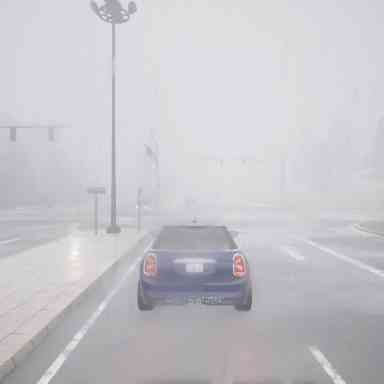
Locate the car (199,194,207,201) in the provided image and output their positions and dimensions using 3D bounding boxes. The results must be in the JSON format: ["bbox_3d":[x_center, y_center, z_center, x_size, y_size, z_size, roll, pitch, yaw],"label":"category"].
[{"bbox_3d":[2.752,1.513,85.320,1.812,1.442,4.674,0,0,-1],"label":"car"}]

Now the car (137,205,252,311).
[{"bbox_3d":[0.061,1.352,7.935,2.097,1.767,4.553,0,0,0],"label":"car"}]

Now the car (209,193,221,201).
[{"bbox_3d":[6.257,1.215,85.053,2.150,2.045,5.566,0,0,-1],"label":"car"}]

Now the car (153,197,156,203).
[{"bbox_3d":[-8.449,1.504,66.429,1.837,1.490,4.892,0,0,-1],"label":"car"}]

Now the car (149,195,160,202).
[{"bbox_3d":[-8.609,1.540,77.140,2.033,1.411,5.357,0,0,-1],"label":"car"}]

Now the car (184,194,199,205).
[{"bbox_3d":[-0.225,1.526,54.755,1.812,1.442,4.674,0,0,-1],"label":"car"}]

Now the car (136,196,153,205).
[{"bbox_3d":[-8.349,1.505,57.088,1.837,1.490,4.892,0,0,-1],"label":"car"}]

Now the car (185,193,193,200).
[{"bbox_3d":[-0.924,1.189,95.614,2.150,2.045,5.566,0,0,-1],"label":"car"}]
